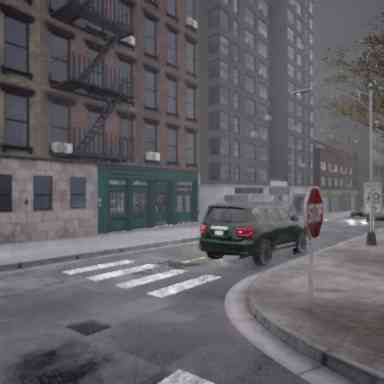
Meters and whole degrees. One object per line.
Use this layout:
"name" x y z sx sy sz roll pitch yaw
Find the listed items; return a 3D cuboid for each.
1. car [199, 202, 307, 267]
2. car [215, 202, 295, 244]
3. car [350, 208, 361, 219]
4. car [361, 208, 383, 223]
"car" 2.511 1.452 12.659 2.150 2.045 5.566 0 -1 38
"car" 3.776 1.593 19.085 2.150 2.045 5.566 0 -2 38
"car" 20.820 2.610 40.758 1.895 1.301 4.718 0 -1 39
"car" 19.195 2.352 33.999 2.128 1.511 4.902 0 -1 38
